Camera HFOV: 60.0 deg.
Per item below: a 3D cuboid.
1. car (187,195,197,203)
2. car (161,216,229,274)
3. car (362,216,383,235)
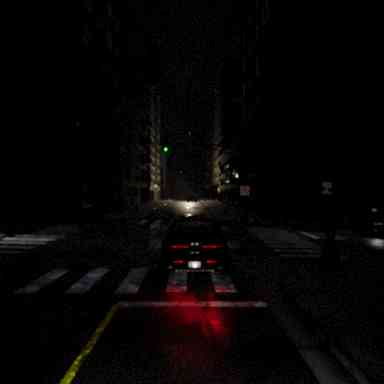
[{"bbox_3d":[-0.006,1.533,73.863,2.097,1.767,4.553,0,0,0],"label":"car"},{"bbox_3d":[0.080,1.523,10.577,1.837,1.490,4.892,0,0,0],"label":"car"},{"bbox_3d":[12.356,1.731,18.940,5.008,1.535,1.882,1,0,0],"label":"car"}]
